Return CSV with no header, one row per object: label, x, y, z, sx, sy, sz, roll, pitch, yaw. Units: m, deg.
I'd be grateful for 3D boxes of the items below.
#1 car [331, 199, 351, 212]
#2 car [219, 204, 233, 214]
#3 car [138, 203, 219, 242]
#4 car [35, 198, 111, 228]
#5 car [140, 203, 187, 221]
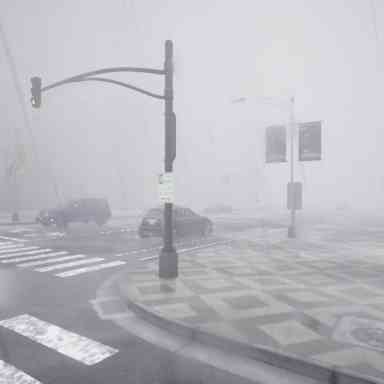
car,24.580,2.381,54.078,2.128,1.511,4.902,0,-1,35
car,3.190,2.135,41.014,1.895,1.301,4.718,0,-1,35
car,-0.763,1.595,18.189,2.097,1.767,4.553,0,-1,35
car,-8.512,1.461,24.466,2.150,2.045,5.566,0,-1,35
car,-2.738,1.890,32.633,1.837,1.490,4.892,0,-1,36
